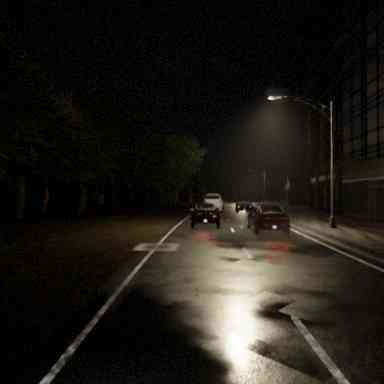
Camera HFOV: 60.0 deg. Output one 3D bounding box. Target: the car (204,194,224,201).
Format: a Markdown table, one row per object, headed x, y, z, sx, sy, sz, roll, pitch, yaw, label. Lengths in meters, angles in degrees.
| x | y | z | sx | sy | sz | roll | pitch | yaw | label |
| --- | --- | --- | --- | --- | --- | --- | --- | --- | --- |
| 2.633 | 1.254 | 40.060 | 2.150 | 2.045 | 5.566 | 0 | 0 | 7 | car |

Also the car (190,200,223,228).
| x | y | z | sx | sy | sz | roll | pitch | yaw | label |
| --- | --- | --- | --- | --- | --- | --- | --- | --- | --- |
| 0.937 | 1.477 | 22.186 | 1.837 | 1.490 | 4.892 | 0 | 0 | 3 | car |

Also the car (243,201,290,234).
| x | y | z | sx | sy | sz | roll | pitch | yaw | label |
| --- | --- | --- | --- | --- | --- | --- | --- | --- | --- |
| 4.229 | 1.475 | 18.866 | 1.837 | 1.490 | 4.892 | 0 | 0 | 3 | car |

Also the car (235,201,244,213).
| x | y | z | sx | sy | sz | roll | pitch | yaw | label |
| --- | --- | --- | --- | --- | --- | --- | --- | --- | --- |
| 5.845 | 1.619 | 37.502 | 1.895 | 1.301 | 4.718 | 0 | 0 | 6 | car |
